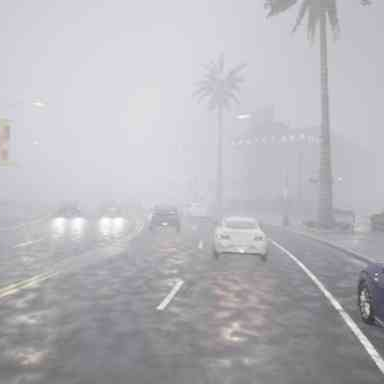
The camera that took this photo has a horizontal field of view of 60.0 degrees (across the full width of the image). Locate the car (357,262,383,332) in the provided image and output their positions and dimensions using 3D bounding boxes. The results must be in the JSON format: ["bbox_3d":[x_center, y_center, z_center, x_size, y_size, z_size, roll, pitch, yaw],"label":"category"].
[{"bbox_3d":[3.843,1.489,4.391,2.097,1.767,4.553,2,0,11],"label":"car"}]

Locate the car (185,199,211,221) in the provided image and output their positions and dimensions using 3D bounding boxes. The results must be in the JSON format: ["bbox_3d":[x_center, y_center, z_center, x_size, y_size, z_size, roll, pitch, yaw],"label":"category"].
[{"bbox_3d":[0.332,1.651,29.058,1.812,1.442,4.674,2,0,-14],"label":"car"}]

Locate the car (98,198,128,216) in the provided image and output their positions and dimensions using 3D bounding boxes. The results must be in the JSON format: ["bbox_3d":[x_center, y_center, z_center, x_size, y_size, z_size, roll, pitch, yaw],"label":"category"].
[{"bbox_3d":[-7.597,1.377,30.830,2.128,1.511,4.902,2,0,-20],"label":"car"}]

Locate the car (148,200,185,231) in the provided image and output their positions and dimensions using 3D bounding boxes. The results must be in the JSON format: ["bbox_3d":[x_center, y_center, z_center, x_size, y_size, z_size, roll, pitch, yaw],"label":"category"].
[{"bbox_3d":[-1.697,1.535,21.047,1.837,1.490,4.892,2,0,-5],"label":"car"}]

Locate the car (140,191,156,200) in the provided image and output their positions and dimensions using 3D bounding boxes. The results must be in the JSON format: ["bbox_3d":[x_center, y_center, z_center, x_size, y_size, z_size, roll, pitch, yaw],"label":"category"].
[{"bbox_3d":[-10.749,1.211,73.930,4.553,1.767,2.185,2,0,41],"label":"car"}]

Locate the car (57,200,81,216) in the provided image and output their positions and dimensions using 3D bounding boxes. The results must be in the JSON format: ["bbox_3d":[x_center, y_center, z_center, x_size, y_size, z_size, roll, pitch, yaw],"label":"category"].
[{"bbox_3d":[-10.760,1.382,29.318,1.895,1.301,4.718,2,0,-20],"label":"car"}]

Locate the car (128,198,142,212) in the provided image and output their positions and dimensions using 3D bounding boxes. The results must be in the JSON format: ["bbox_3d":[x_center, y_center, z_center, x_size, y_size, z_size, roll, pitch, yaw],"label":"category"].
[{"bbox_3d":[-7.136,1.454,38.128,1.812,1.442,4.674,2,0,-29],"label":"car"}]

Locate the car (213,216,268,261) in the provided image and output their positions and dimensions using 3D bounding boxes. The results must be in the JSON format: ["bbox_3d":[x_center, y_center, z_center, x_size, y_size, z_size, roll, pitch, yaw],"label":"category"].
[{"bbox_3d":[1.781,1.632,12.836,1.812,1.442,4.674,2,0,5],"label":"car"}]

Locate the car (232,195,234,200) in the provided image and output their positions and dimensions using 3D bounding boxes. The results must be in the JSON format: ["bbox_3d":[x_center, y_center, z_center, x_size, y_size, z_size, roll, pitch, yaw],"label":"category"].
[{"bbox_3d":[9.384,1.995,71.667,4.674,1.452,2.002,2,0,41],"label":"car"}]
